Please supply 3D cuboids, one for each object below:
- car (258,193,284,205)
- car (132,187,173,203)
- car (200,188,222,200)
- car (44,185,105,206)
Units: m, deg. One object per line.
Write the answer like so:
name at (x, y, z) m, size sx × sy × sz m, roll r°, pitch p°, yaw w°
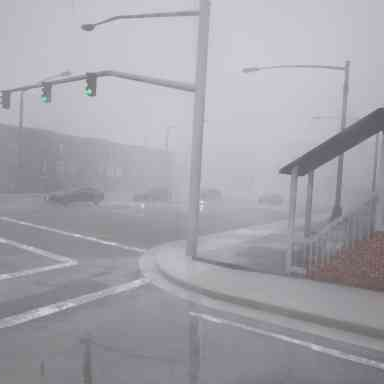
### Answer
car at (9.682, 0.785, 40.742) m, size 1.994 × 1.385 × 4.181 m, roll 5°, pitch 3°, yaw 36°
car at (-3.951, 0.241, 34.089) m, size 1.837 × 1.490 × 4.892 m, roll 5°, pitch 3°, yaw 36°
car at (1.986, 0.244, 42.304) m, size 1.837 × 1.490 × 4.892 m, roll 5°, pitch 3°, yaw 36°
car at (-9.294, 0.225, 26.675) m, size 2.128 × 1.511 × 4.902 m, roll 5°, pitch 3°, yaw 36°
